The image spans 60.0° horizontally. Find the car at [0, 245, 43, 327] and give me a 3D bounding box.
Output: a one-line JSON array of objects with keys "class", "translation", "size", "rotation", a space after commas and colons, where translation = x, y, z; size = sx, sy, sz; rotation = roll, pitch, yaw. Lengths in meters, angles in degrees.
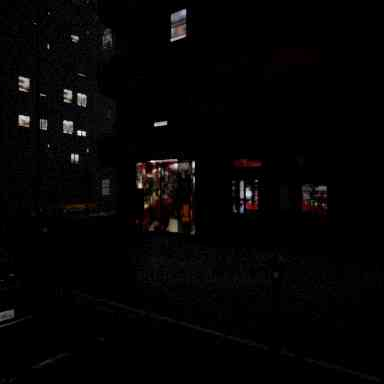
[{"class": "car", "translation": [-4.473, 1.551, 6.062], "size": [4.403, 1.369, 2.008], "rotation": [0, 0, 35]}]

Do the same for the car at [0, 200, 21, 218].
[{"class": "car", "translation": [-14.064, 1.410, 21.997], "size": [1.994, 1.385, 4.181], "rotation": [0, 1, 39]}]

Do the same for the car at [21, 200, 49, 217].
[{"class": "car", "translation": [-14.039, 1.350, 26.071], "size": [2.008, 1.369, 4.403], "rotation": [1, 1, 35]}]

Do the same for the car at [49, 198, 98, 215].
[{"class": "car", "translation": [-10.949, 1.250, 30.497], "size": [1.752, 1.417, 4.829], "rotation": [1, 1, 35]}]
